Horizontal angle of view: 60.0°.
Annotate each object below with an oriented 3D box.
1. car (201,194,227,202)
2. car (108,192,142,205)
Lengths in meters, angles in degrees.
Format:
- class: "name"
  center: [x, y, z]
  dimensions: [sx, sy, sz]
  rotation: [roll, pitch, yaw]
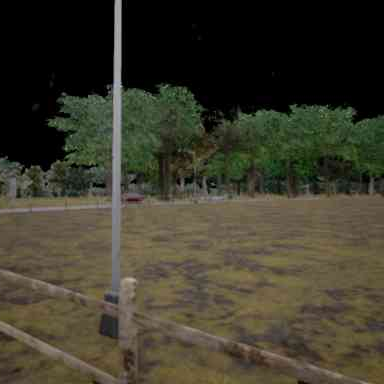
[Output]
- class: "car"
  center: [3.789, 1.048, 56.987]
  dimensions: [4.718, 1.301, 1.895]
  rotation: [-1, 0, -37]
- class: "car"
  center: [-9.092, 0.846, 45.054]
  dimensions: [2.097, 1.767, 4.553]
  rotation: [-1, 0, 43]
